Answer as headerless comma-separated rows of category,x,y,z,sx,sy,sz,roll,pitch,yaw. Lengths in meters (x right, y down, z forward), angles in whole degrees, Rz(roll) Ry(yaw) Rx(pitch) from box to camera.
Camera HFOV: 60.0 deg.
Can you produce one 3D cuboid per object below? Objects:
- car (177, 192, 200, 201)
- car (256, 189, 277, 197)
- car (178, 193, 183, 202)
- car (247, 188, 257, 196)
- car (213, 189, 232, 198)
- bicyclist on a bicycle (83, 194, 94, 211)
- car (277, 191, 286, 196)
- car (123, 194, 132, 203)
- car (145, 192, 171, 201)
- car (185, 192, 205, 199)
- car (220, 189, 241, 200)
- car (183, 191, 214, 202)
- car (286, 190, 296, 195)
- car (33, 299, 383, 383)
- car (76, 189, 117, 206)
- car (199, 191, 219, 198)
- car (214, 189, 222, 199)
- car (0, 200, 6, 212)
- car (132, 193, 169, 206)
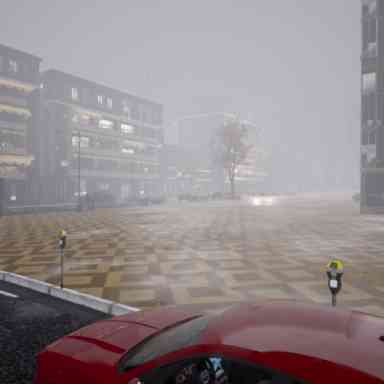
car,-0.575,0.729,59.959,1.812,1.442,4.674,1,1,35
car,16.989,0.451,75.256,2.008,1.369,4.403,2,2,35
car,-0.356,0.767,54.916,1.882,1.535,5.008,1,1,35
car,16.457,-0.023,89.177,2.192,1.841,5.009,2,2,35
car,6.932,0.234,75.453,2.192,1.841,5.009,2,2,35
bicyclist on a bicycle,-9.819,1.021,31.479,1.656,1.620,0.582,0,1,35
car,20.163,0.365,79.830,2.008,1.369,4.403,2,2,35
car,-8.948,0.916,52.584,1.947,1.339,4.313,2,2,35
car,-5.773,0.814,57.159,2.008,1.369,4.403,2,2,35
car,0.578,0.656,66.310,1.947,1.339,4.313,2,2,35
car,7.559,0.680,61.670,1.752,1.417,4.829,2,2,35
car,1.111,0.881,52.381,2.008,1.369,4.403,2,2,35
car,26.515,0.084,88.977,1.967,1.590,4.097,2,2,35
car,0.603,1.545,2.435,4.507,1.381,1.887,0,0,36
car,-12.321,0.734,43.196,2.150,2.045,5.566,1,2,35
car,3.656,0.532,70.743,1.752,1.417,4.829,2,2,35
car,5.523,0.633,63.474,1.837,1.490,4.892,1,1,35
car,-20.396,1.097,31.552,2.097,1.767,4.553,1,1,37
car,-5.240,1.055,43.230,2.008,1.369,4.403,2,2,35
